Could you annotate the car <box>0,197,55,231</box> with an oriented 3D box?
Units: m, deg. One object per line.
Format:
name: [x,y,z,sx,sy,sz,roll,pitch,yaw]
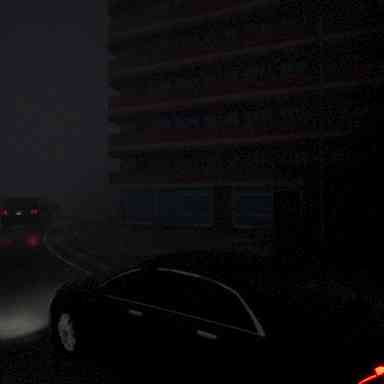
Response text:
car: [-10.992,1.397,22.396,2.150,2.045,5.566,0,0,-15]

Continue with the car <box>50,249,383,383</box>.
car: [-0.013,1.525,4.282,4.892,1.490,1.837,-1,0,40]

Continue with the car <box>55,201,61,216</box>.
car: [-15.307,1.477,33.659,2.150,2.045,5.566,0,-1,2]
